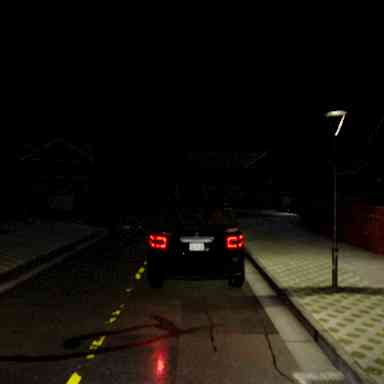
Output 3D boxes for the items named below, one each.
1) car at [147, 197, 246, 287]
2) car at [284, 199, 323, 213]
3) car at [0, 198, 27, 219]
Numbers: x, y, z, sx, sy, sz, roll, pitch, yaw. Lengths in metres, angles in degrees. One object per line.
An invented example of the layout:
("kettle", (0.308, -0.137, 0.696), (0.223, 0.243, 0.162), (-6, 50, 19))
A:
("car", (0.080, 1.149, 9.224), (2.150, 2.045, 5.566), (0, 1, 0))
("car", (12.022, 1.437, 33.756), (5.357, 1.411, 2.033), (0, 0, -20))
("car", (-14.586, 1.159, 23.864), (4.892, 1.490, 1.837), (1, 0, -18))
